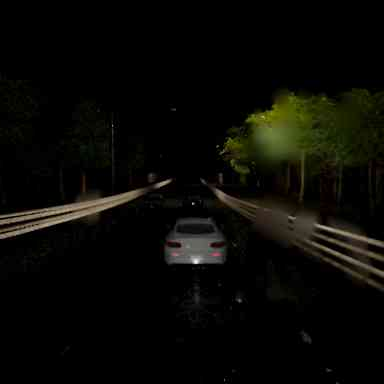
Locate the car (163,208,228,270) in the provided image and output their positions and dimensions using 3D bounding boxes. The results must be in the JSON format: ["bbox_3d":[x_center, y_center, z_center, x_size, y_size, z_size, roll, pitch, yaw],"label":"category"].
[{"bbox_3d":[0.102,1.487,10.758,1.812,1.442,4.674,0,1,0],"label":"car"}]

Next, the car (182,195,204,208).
[{"bbox_3d":[0.103,0.930,31.780,1.994,1.385,4.181,0,3,0],"label":"car"}]

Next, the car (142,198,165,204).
[{"bbox_3d":[-3.496,0.785,31.310,2.033,1.411,5.357,0,3,0],"label":"car"}]
